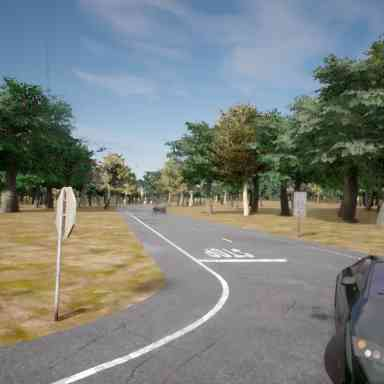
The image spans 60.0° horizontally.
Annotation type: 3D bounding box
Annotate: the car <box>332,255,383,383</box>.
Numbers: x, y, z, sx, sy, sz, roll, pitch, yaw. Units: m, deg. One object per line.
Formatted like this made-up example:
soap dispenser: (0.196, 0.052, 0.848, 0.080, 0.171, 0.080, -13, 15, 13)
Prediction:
car: (3.076, 1.642, 4.582, 1.994, 1.385, 4.181, 1, -1, 22)

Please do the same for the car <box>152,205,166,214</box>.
car: (-5.596, 2.958, 56.860, 1.882, 1.535, 5.008, 3, -2, -14)
